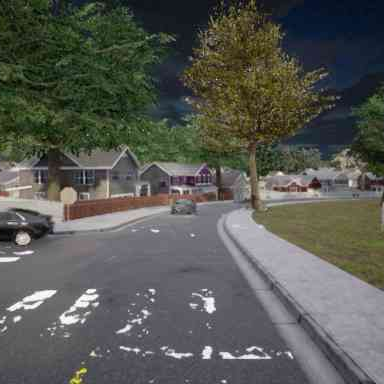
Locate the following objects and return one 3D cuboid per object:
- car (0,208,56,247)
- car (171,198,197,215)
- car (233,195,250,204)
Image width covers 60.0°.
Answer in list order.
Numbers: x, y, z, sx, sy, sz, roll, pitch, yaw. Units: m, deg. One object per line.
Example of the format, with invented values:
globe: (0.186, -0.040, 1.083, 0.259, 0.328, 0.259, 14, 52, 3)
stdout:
car: (-8.365, 1.453, 13.976, 4.892, 1.490, 1.837, -1, 3, -12)
car: (-0.725, 1.406, 32.895, 1.837, 1.490, 4.892, 0, 1, 12)
car: (8.644, 1.314, 57.324, 1.812, 1.442, 4.674, 1, 1, 30)
